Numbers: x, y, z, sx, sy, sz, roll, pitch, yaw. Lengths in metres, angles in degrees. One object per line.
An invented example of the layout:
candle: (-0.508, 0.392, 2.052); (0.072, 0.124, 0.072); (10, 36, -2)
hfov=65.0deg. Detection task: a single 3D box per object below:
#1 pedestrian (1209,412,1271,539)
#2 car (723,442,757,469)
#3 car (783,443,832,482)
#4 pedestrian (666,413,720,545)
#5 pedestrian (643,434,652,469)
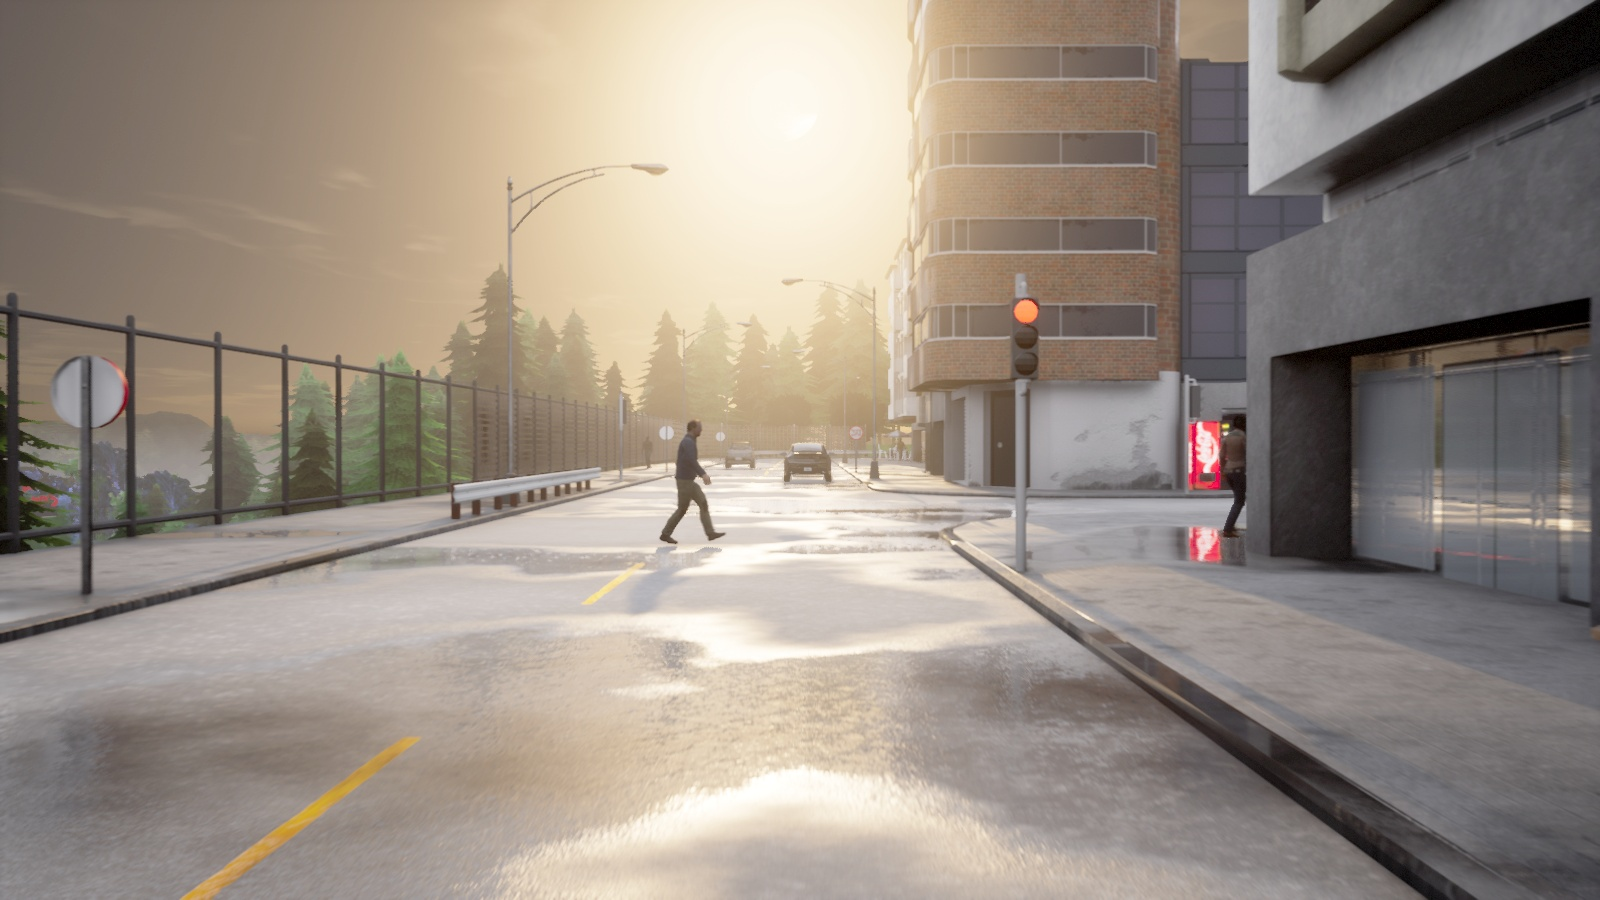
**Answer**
pedestrian: (6.407, 0.363, 18.288); (0.869, 1.805, 0.328); (0, 0, -25)
car: (-3.546, 0.302, 74.405); (1.789, 1.549, 3.705); (0, 0, 0)
car: (0.304, 0.470, 50.056); (1.837, 1.490, 4.892); (0, 0, 0)
pedestrian: (-1.502, 0.401, 17.681); (0.726, 1.842, 0.402); (0, 0, 1)
pedestrian: (-8.208, 0.069, 67.622); (0.353, 1.847, 0.614); (0, 0, 6)
